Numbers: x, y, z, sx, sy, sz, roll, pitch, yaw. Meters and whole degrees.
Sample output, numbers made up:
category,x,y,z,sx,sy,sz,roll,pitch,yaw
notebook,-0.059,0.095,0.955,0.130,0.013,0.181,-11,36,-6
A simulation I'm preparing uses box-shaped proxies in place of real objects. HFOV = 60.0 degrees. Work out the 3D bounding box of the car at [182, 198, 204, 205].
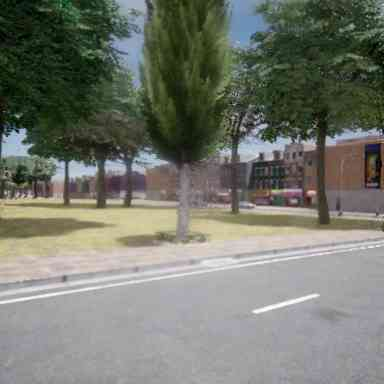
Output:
category,x,y,z,sx,sy,sz,roll,pitch,yaw
car,0.116,2.115,72.941,2.033,1.411,5.357,2,-1,-35

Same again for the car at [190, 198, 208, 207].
category,x,y,z,sx,sy,sz,roll,pitch,yaw
car,1.257,2.187,66.591,2.128,1.511,4.902,2,-1,-35

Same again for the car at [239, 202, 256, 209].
category,x,y,z,sx,sy,sz,roll,pitch,yaw
car,9.276,2.413,60.061,1.895,1.301,4.718,2,-1,-35
